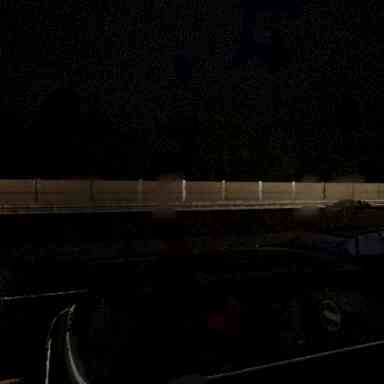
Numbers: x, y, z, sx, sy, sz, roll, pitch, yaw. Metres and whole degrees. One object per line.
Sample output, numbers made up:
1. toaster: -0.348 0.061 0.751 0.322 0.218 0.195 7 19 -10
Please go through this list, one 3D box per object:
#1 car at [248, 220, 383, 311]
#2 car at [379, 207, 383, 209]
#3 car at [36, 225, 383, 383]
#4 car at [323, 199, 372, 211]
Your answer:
1. car: 4.249 1.545 8.235 5.357 1.411 2.033 0 0 -21
2. car: 18.311 1.511 29.072 4.181 1.385 1.994 0 0 -22
3. car: 0.939 1.352 3.163 4.553 1.767 2.097 0 0 -22
4. car: 14.703 1.462 31.410 4.892 1.490 1.837 0 0 -22
